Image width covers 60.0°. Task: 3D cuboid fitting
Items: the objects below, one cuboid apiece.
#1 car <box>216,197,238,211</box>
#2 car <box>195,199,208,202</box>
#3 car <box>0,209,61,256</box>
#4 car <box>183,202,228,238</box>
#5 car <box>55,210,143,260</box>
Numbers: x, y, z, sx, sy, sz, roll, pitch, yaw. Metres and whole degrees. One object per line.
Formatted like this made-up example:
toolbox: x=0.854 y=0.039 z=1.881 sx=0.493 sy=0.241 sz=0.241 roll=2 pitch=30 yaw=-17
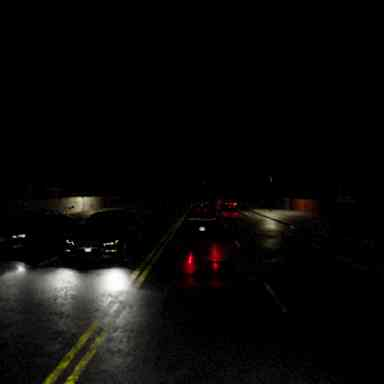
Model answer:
car: x=4.435 y=1.539 z=40.390 sx=2.128 sy=1.511 sz=4.902 roll=0 pitch=0 yaw=2
car: x=1.365 y=1.627 z=46.986 sx=1.895 sy=1.301 sz=4.718 roll=0 pitch=0 yaw=2
car: x=-6.272 y=1.448 z=13.099 sx=2.128 sy=1.511 sz=4.902 roll=0 pitch=0 yaw=2
car: x=0.562 y=1.500 z=17.863 sx=2.128 sy=1.511 sz=4.902 roll=0 pitch=0 yaw=2
car: x=-3.042 y=1.485 z=12.370 sx=1.837 sy=1.490 sz=4.892 roll=0 pitch=0 yaw=2
